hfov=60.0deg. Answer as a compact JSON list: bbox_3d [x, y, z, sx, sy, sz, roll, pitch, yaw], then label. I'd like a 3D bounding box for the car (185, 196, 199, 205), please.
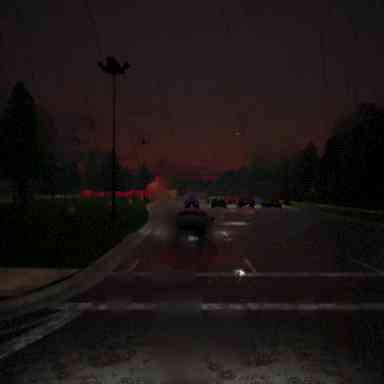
[{"bbox_3d":[-0.008,1.462,44.240,1.895,1.301,4.718,0,0,0],"label":"car"}]

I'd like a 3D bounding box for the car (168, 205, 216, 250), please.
[{"bbox_3d":[-0.003,1.481,13.999,1.812,1.442,4.674,0,0,0],"label":"car"}]

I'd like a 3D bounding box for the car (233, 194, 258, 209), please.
[{"bbox_3d":[6.992,1.367,43.794,1.837,1.490,4.892,0,0,0],"label":"car"}]

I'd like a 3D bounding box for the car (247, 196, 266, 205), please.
[{"bbox_3d":[10.490,1.376,54.212,2.033,1.411,5.357,0,0,0],"label":"car"}]

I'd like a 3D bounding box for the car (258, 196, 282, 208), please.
[{"bbox_3d":[10.492,1.424,44.212,1.994,1.385,4.181,0,0,0],"label":"car"}]

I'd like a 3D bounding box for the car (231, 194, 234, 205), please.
[{"bbox_3d":[6.990,1.181,54.181,2.097,1.767,4.553,0,0,0],"label":"car"}]

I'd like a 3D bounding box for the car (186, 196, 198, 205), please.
[{"bbox_3d":[-0.010,1.355,54.210,1.812,1.442,4.674,0,0,0],"label":"car"}]

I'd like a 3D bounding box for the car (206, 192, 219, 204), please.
[{"bbox_3d":[3.490,1.051,54.240,2.150,2.045,5.566,0,0,0],"label":"car"}]

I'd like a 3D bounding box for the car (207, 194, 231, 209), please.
[{"bbox_3d":[3.492,1.353,43.794,2.128,1.511,4.902,0,0,0],"label":"car"}]
